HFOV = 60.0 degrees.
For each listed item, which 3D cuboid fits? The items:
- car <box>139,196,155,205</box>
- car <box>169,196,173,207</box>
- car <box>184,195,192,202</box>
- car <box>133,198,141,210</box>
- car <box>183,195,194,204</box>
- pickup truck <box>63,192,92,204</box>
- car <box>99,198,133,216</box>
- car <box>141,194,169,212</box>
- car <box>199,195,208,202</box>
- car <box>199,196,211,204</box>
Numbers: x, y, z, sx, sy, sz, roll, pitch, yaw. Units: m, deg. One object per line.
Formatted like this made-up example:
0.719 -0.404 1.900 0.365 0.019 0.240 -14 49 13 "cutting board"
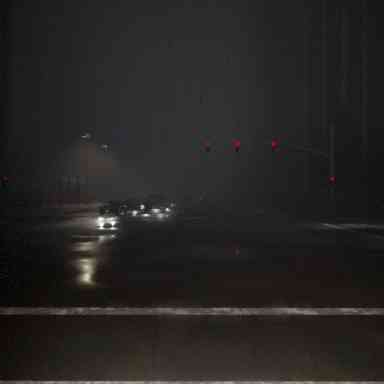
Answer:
-7.847 1.491 58.037 2.128 1.511 4.902 0 0 0 "car"
-4.268 1.601 48.455 1.895 1.301 4.718 0 0 -1 "car"
-0.938 1.478 75.392 1.882 1.535 5.008 0 0 -1 "car"
-7.714 1.478 42.212 1.882 1.535 5.008 0 0 -1 "car"
-0.741 1.352 65.389 2.097 1.767 4.553 0 0 -1 "car"
-20.910 1.059 60.027 2.390 2.098 6.274 0 0 30 "pickup truck"
-7.696 1.491 32.875 2.128 1.511 4.902 0 0 2 "car"
-4.176 1.221 38.508 2.150 2.045 5.566 0 0 -1 "car"
2.564 1.524 75.187 1.812 1.442 4.674 0 0 -1 "car"
2.765 1.491 64.803 2.128 1.511 4.902 0 0 -1 "car"
